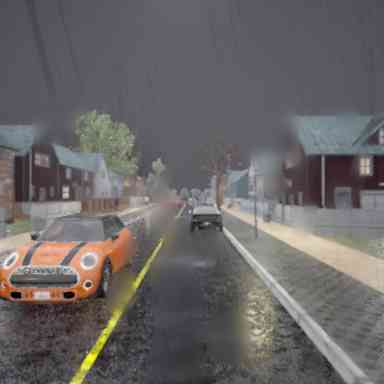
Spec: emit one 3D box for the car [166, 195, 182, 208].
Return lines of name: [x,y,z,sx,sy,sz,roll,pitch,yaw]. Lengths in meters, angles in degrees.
car: [-2.837,1.510,52.580,2.150,2.045,5.566,0,0,1]

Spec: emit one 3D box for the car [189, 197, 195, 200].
car: [0.805,1.644,36.445,1.882,1.535,5.008,0,0,0]

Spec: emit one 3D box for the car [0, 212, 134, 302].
car: [-2.855,1.386,8.574,2.097,1.767,4.553,0,0,0]

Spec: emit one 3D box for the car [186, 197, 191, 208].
car: [-0.031,1.796,54.479,2.128,1.511,4.902,0,-1,0]

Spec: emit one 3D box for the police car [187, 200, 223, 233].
police car: [0.813,1.507,20.554,1.930,1.638,5.238,0,0,0]

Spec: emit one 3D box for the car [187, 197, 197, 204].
car: [-0.040,1.799,70.219,2.128,1.511,4.902,0,-1,0]
